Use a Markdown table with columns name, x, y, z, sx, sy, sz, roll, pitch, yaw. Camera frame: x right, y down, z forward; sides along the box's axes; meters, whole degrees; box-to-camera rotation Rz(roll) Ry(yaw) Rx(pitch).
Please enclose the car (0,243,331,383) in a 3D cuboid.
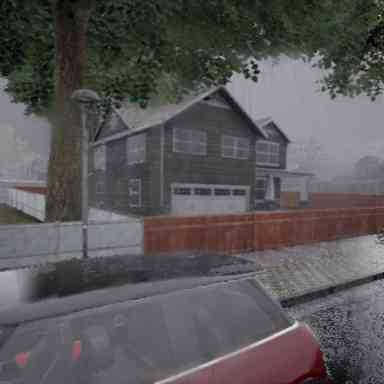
| name | x | y | z | sx | sy | sz | roll | pitch | yaw |
| --- | --- | --- | --- | --- | --- | --- | --- | --- | --- |
| car | -1.096 | 1.354 | 2.289 | 4.553 | 1.767 | 2.097 | 0 | 0 | -36 |
